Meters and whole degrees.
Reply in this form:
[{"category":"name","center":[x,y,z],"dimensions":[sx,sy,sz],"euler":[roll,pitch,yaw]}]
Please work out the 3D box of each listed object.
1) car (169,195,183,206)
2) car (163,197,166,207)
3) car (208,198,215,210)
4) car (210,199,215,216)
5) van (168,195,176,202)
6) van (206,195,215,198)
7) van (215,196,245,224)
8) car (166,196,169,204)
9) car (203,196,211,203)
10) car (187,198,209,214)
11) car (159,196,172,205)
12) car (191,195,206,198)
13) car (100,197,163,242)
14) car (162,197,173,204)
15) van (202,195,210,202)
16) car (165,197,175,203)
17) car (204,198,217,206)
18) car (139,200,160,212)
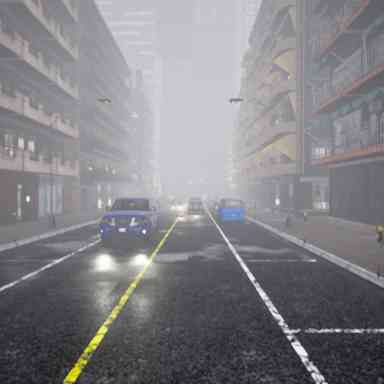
[{"category":"car","center":[-2.549,1.639,56.411],"dimensions":[2.128,1.511,4.902],"euler":[0,0,1]},{"category":"car","center":[-5.250,1.668,47.582],"dimensions":[1.887,1.381,4.507],"euler":[-1,0,1]},{"category":"car","center":[3.023,1.639,36.270],"dimensions":[1.887,1.381,4.507],"euler":[-1,0,1]},{"category":"car","center":[2.970,1.630,30.668],"dimensions":[2.008,1.369,4.403],"euler":[-1,0,1]},{"category":"van","center":[-4.933,1.559,81.193],"dimensions":[1.690,1.788,3.998],"euler":[-1,0,1]},{"category":"van","center":[3.180,1.480,53.076],"dimensions":[1.690,1.788,3.998],"euler":[-1,0,1]},{"category":"van","center":[2.913,1.406,25.068],"dimensions":[1.690,1.788,3.998],"euler":[-1,0,1]},{"category":"car","center":[-5.196,1.721,53.184],"dimensions":[1.802,1.307,4.206],"euler":[-1,0,1]},{"category":"car","center":[3.398,1.728,75.652],"dimensions":[1.752,1.417,4.829],"euler":[-1,0,1]},{"category":"car","center":[0.435,1.641,36.259],"dimensions":[2.033,1.411,5.357],"euler":[0,0,1]},{"category":"car","center":[-5.091,1.610,64.388],"dimensions":[1.967,1.590,4.097],"euler":[-1,0,1]},{"category":"car","center":[0.512,1.477,47.854],"dimensions":[2.097,1.767,4.553],"euler":[0,0,1]},{"category":"car","center":[-2.948,1.264,16.838],"dimensions":[2.150,2.045,5.566],"euler":[0,0,0]},{"category":"car","center":[-5.036,1.751,69.988],"dimensions":[1.947,1.339,4.313],"euler":[-1,0,1]},{"category":"van","center":[3.447,1.559,81.084],"dimensions":[1.690,1.788,3.998],"euler":[-1,0,1]},{"category":"car","center":[-4.983,1.752,75.591],"dimensions":[2.008,1.369,4.403],"euler":[-1,0,1]},{"category":"car","center":[3.236,1.705,58.677],"dimensions":[2.008,1.369,4.403],"euler":[-1,0,1]},{"category":"car","center":[-5.304,1.674,41.980],"dimensions":[1.947,1.339,4.313],"euler":[-1,0,1]}]
